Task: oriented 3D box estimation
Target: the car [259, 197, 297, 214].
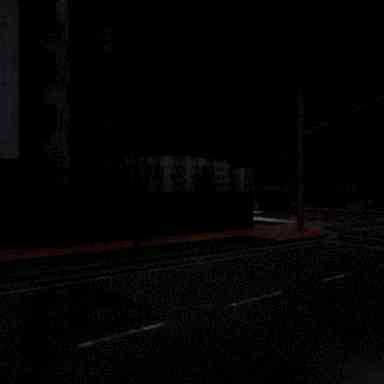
[{"bbox_3d":[9.169,1.334,34.654,2.097,1.767,4.553,0,0,-38],"label":"car"}]
